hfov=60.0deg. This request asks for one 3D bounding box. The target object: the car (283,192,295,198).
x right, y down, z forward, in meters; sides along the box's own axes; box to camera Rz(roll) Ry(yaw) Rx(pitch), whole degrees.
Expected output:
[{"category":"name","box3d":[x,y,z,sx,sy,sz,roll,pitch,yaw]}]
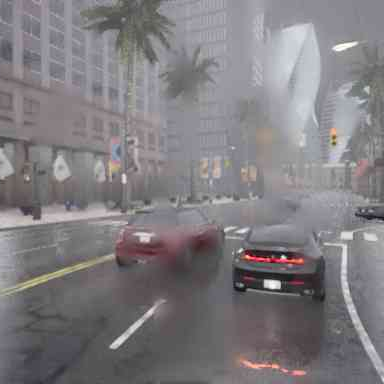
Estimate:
[{"category":"car","box3d":[22.839,0.757,77.983,1.994,1.385,4.181,0,1,25]}]

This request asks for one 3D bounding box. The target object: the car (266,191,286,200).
[{"category":"car","box3d":[16.147,0.703,63.753,2.097,1.767,4.553,0,1,25]}]

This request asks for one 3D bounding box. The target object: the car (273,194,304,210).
[{"category":"car","box3d":[9.634,1.188,33.028,1.812,1.442,4.674,0,1,25]}]

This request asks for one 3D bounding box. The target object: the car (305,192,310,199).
[{"category":"car","box3d":[26.088,0.755,76.667,2.033,1.411,5.357,0,1,25]}]

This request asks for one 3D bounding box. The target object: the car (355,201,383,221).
[{"category":"car","box3d":[13.970,1.308,22.789,5.357,1.411,2.033,0,0,-12]}]

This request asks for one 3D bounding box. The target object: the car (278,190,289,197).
[{"category":"car","box3d":[24.591,0.446,89.136,2.185,1.767,4.553,0,1,24]}]

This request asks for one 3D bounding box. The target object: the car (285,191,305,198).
[{"category":"car","box3d":[19.314,0.868,62.271,1.837,1.490,4.892,0,1,26]}]

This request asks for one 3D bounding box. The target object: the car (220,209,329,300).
[{"category":"car","box3d":[2.313,1.418,8.325,1.837,1.490,4.892,0,0,21]}]

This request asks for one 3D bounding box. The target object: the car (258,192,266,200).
[{"category":"car","box3d":[15.242,0.810,69.300,2.161,1.482,4.786,0,1,24]}]

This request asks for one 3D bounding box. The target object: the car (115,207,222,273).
[{"category":"car","box3d":[-0.456,1.245,10.708,2.097,1.767,4.553,0,1,22]}]
